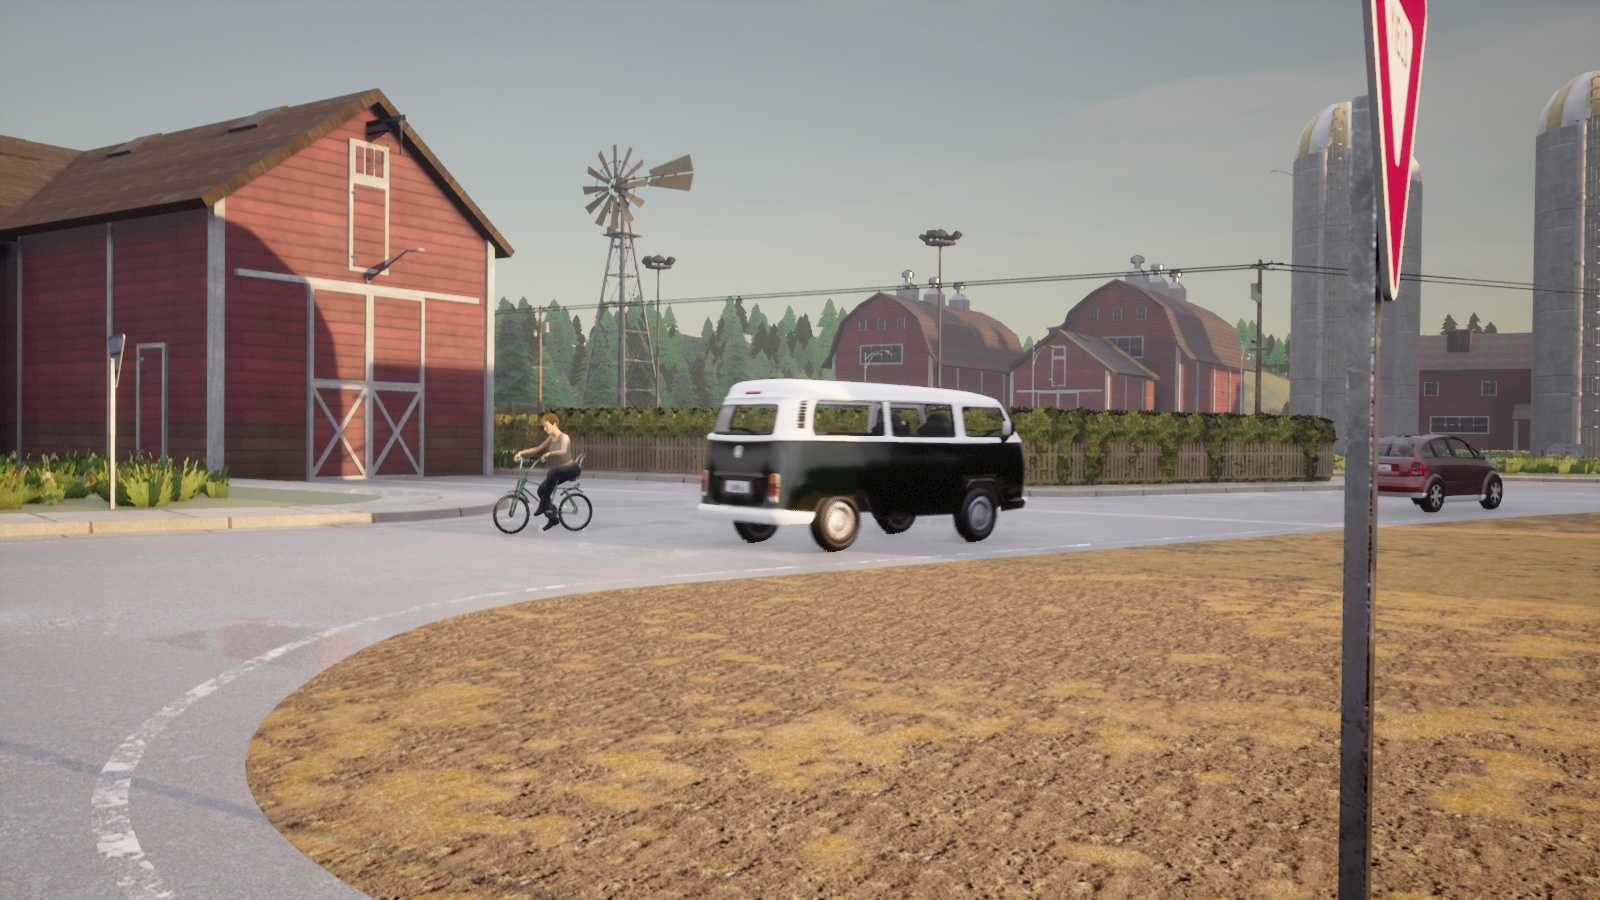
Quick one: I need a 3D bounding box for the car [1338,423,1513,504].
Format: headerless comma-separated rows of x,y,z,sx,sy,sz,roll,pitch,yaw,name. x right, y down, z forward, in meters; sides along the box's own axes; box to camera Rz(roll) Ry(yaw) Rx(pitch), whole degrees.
12.985,0.225,25.993,3.705,1.549,1.789,-1,1,-37,car

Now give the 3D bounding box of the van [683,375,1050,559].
0.948,0.148,16.112,4.480,2.038,2.069,-1,1,-40,van

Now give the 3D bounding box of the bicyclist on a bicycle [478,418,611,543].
-3.442,0.378,16.939,1.509,1.612,0.866,-1,1,-40,bicyclist on a bicycle
